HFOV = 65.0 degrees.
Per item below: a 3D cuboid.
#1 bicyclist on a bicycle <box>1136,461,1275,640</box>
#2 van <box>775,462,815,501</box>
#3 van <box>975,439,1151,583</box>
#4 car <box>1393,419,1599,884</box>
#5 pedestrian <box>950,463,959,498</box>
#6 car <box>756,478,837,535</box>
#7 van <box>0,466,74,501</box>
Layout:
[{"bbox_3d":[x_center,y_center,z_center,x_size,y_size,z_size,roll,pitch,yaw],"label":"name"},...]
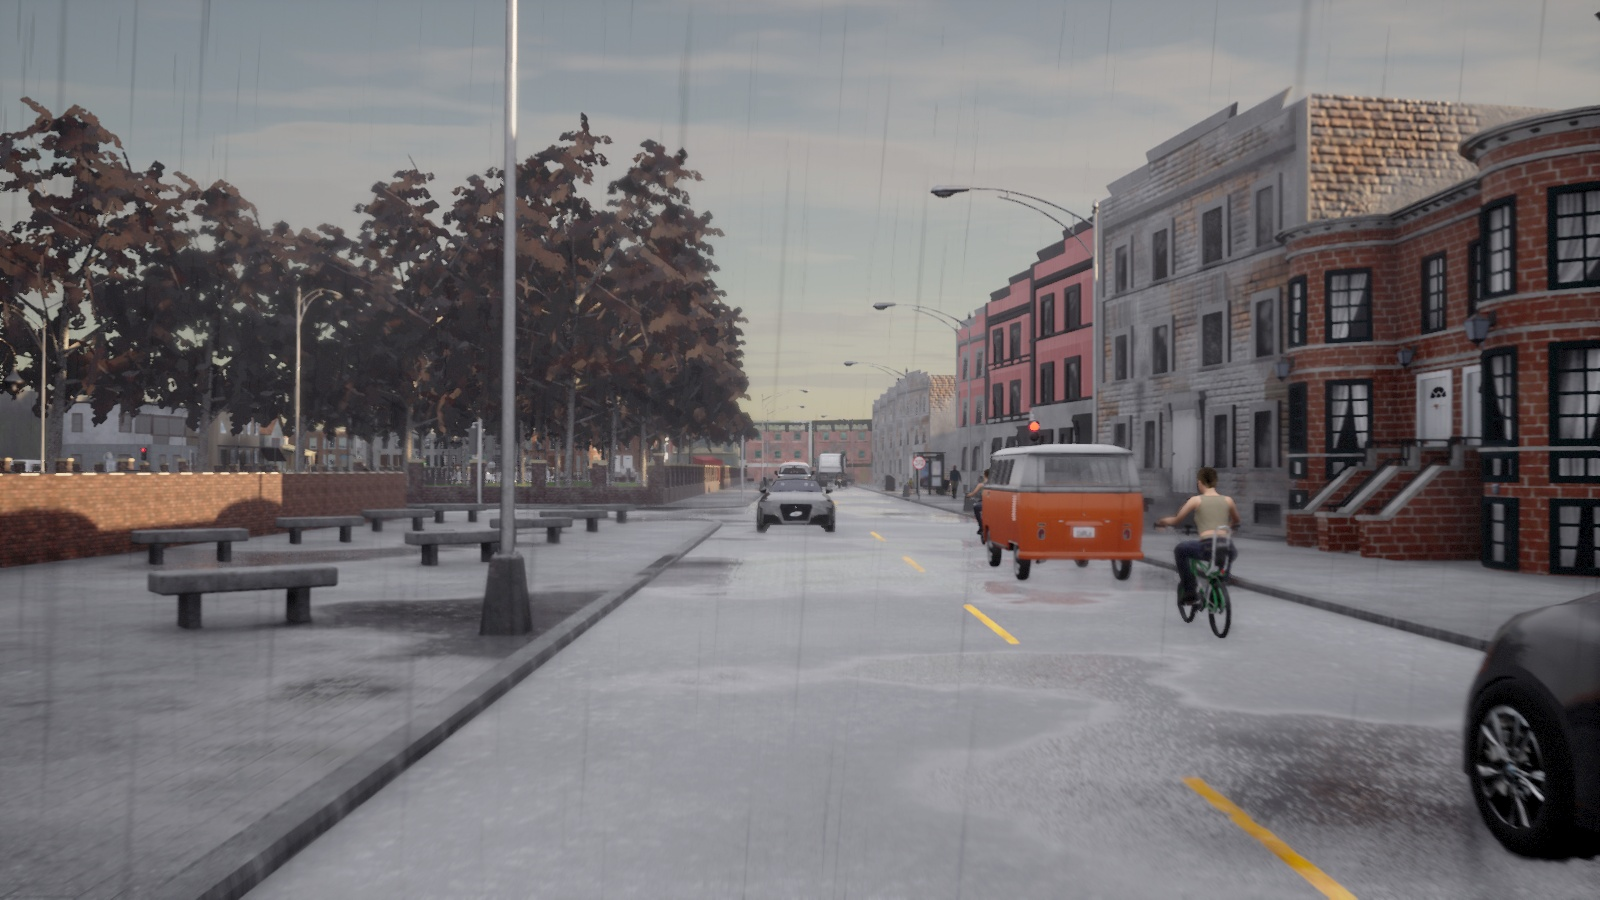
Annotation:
[{"bbox_3d":[3.971,0.941,12.440,0.866,1.612,1.509,0,2,-1],"label":"bicyclist on a bicycle"},{"bbox_3d":[-0.274,1.664,67.194,2.069,2.038,4.480,0,-1,0],"label":"van"},{"bbox_3d":[3.946,0.879,19.577,1.775,1.987,4.442,0,-1,0],"label":"van"},{"bbox_3d":[3.988,0.706,3.745,2.242,1.667,4.611,0,-1,0],"label":"car"},{"bbox_3d":[8.251,1.613,67.036,0.402,1.842,0.726,0,-1,9],"label":"pedestrian"},{"bbox_3d":[-0.092,1.432,33.016,1.994,1.385,4.181,0,-1,0],"label":"car"},{"bbox_3d":[-45.552,1.973,74.861,2.069,2.038,4.480,0,-1,-2],"label":"van"}]
